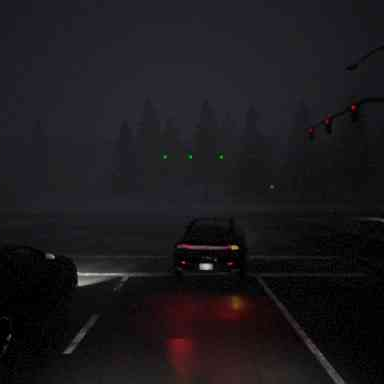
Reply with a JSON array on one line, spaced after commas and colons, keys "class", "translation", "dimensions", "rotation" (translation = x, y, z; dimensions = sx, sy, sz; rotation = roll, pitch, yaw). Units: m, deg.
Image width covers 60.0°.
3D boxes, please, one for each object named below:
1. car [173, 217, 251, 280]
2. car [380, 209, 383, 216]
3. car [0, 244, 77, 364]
[{"class": "car", "translation": [0.700, 1.505, 10.038], "dimensions": [2.128, 1.511, 4.902], "rotation": [0, 0, 9]}, {"class": "car", "translation": [18.689, 1.531, 27.580], "dimensions": [5.357, 1.411, 2.033], "rotation": [0, 0, 0]}, {"class": "car", "translation": [-3.474, 1.573, 5.725], "dimensions": [1.994, 1.385, 4.181], "rotation": [0, 0, -2]}]
